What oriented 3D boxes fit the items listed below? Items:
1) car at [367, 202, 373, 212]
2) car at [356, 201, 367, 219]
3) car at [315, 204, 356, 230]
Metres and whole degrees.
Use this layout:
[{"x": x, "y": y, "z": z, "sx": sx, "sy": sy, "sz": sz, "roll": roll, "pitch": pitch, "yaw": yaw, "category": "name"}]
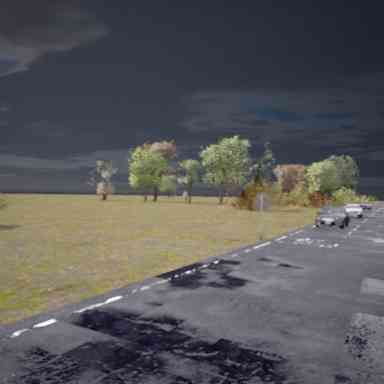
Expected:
[{"x": 25.988, "y": 2.125, "z": 50.040, "sx": 1.994, "sy": 1.385, "sz": 4.181, "roll": 1, "pitch": 0, "yaw": 31, "category": "car"}, {"x": 17.626, "y": 2.059, "z": 36.376, "sx": 1.812, "sy": 1.442, "sz": 4.674, "roll": 1, "pitch": 0, "yaw": 31, "category": "car"}, {"x": 10.404, "y": 1.825, "z": 24.435, "sx": 2.128, "sy": 1.511, "sz": 4.902, "roll": 1, "pitch": 0, "yaw": 31, "category": "car"}]
